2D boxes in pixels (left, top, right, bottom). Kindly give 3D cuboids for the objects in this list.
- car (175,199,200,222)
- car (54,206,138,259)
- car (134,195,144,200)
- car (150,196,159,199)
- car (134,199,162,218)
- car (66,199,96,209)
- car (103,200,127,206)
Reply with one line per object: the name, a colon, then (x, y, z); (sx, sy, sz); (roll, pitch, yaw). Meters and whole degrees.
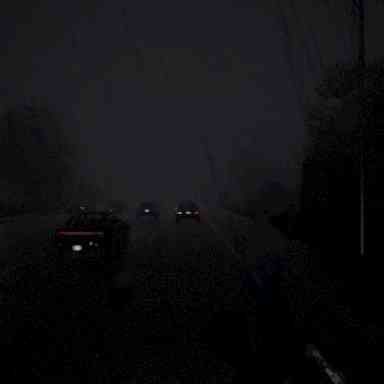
car: (-0.342, 1.567, 26.649); (2.033, 1.411, 5.357); (0, 0, -1)
car: (-3.575, 1.503, 12.663); (2.128, 1.511, 4.902); (0, 0, -1)
car: (-11.925, 1.539, 75.097); (1.837, 1.490, 4.892); (0, 0, -1)
car: (-8.425, 1.632, 75.138); (1.895, 1.301, 4.718); (0, 0, -1)
car: (-3.926, 1.588, 30.824); (1.994, 1.385, 4.181); (0, 0, -1)
car: (-11.187, 1.508, 33.897); (1.882, 1.535, 5.008); (0, 0, -1)
car: (-7.675, 1.520, 33.332); (2.128, 1.511, 4.902); (0, 0, -1)
